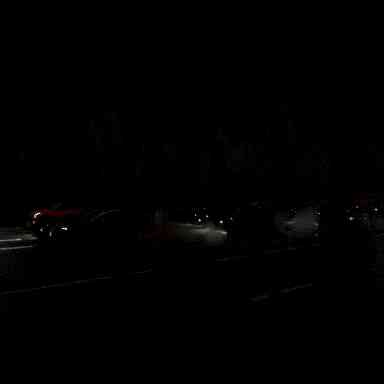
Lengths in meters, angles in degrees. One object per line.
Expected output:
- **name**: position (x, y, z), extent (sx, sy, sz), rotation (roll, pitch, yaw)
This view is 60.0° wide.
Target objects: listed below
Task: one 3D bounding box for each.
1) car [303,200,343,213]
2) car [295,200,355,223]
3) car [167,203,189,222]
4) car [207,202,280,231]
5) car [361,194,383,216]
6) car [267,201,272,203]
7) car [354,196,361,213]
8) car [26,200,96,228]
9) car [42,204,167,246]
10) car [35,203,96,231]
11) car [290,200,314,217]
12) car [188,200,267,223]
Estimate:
- **car**: position (14.623, 1.601, 37.074), extent (4.718, 1.301, 1.895), rotation (0, 0, -36)
- **car**: position (10.175, 1.564, 25.383), extent (4.181, 1.385, 1.994), rotation (0, 0, -35)
- **car**: position (-0.909, 1.564, 26.086), extent (4.181, 1.385, 1.994), rotation (0, 0, -36)
- **car**: position (3.324, 1.564, 20.506), extent (4.181, 1.385, 1.994), rotation (0, 0, -35)
- **car**: position (18.745, 1.221, 31.418), extent (5.566, 2.045, 2.150), rotation (0, 0, -36)
- **car**: position (6.219, 1.526, 31.146), extent (4.674, 1.442, 1.812), rotation (0, 0, -35)
- **car**: position (19.435, 1.221, 36.197), extent (5.566, 2.045, 2.150), rotation (0, 0, -35)
- **car**: position (-7.931, 1.352, 21.068), extent (4.553, 1.767, 2.097), rotation (0, 0, -35)
- **car**: position (-3.921, 1.492, 15.330), extent (4.902, 1.511, 2.128), rotation (0, 0, -36)
- **car**: position (-5.522, 1.547, 18.532), extent (5.357, 1.411, 2.033), rotation (0, 0, -35)
- **car**: position (10.944, 1.505, 30.208), extent (4.892, 1.490, 1.837), rotation (0, 0, -35)
- **car**: position (2.693, 1.547, 24.358), extent (5.357, 1.411, 2.033), rotation (0, 0, -36)
